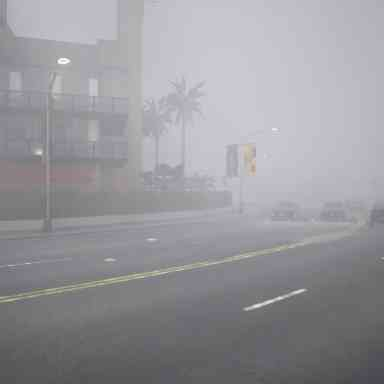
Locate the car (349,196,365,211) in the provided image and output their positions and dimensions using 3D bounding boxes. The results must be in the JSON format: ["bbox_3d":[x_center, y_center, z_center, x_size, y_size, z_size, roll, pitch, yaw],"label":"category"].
[{"bbox_3d":[19.144,1.545,40.142,1.994,1.385,4.181,0,0,7],"label":"car"}]

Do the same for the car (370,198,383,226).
[{"bbox_3d":[13.381,1.468,22.880,1.882,1.535,5.008,0,0,31],"label":"car"}]

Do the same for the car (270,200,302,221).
[{"bbox_3d":[7.887,1.489,27.562,1.837,1.490,4.892,1,0,28],"label":"car"}]

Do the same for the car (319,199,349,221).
[{"bbox_3d":[11.495,1.491,26.967,1.837,1.490,4.892,1,0,26],"label":"car"}]

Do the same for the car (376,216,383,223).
[{"bbox_3d":[7.396,1.502,10.008,4.892,1.490,1.837,0,0,-45],"label":"car"}]
